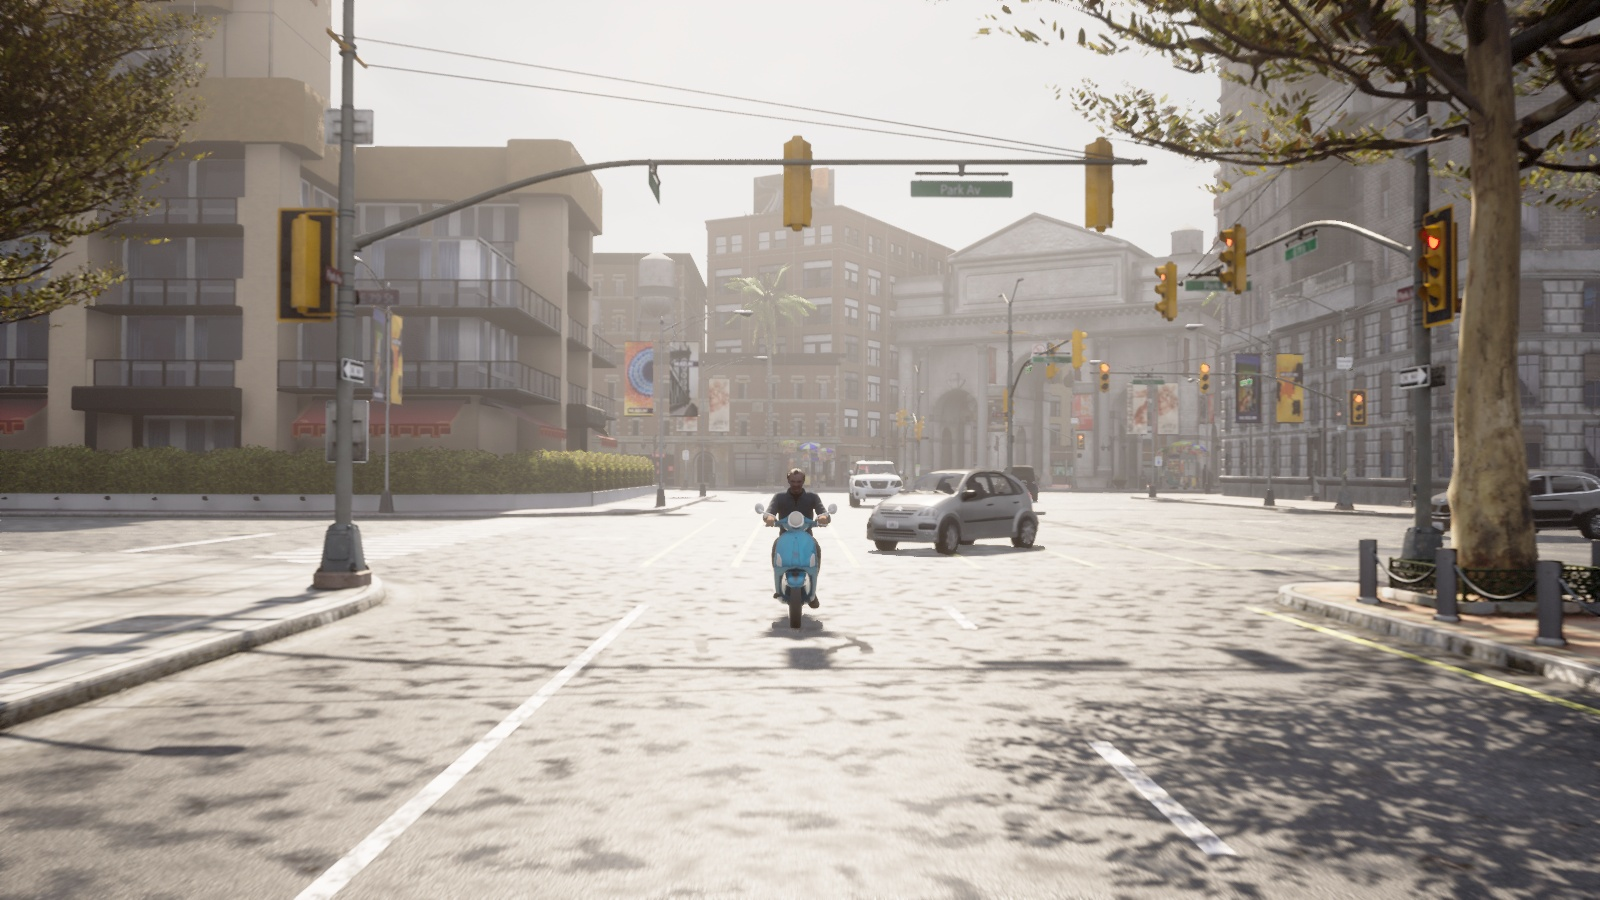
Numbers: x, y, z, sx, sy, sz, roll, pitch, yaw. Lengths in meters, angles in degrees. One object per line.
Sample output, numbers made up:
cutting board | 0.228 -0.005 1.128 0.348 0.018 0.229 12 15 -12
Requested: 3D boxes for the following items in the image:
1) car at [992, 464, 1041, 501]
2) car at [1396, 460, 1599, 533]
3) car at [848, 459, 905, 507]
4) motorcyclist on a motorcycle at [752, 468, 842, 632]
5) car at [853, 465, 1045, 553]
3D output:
car | 11.330 1.669 65.926 1.905 1.878 3.866 0 -1 0
car | 17.240 1.101 30.525 4.611 1.667 2.242 0 -1 -16
car | 3.354 1.460 56.122 2.150 2.045 5.566 0 -1 0
motorcyclist on a motorcycle | -0.034 0.988 13.141 0.866 1.590 1.817 0 -1 0
car | 3.058 1.123 25.241 1.851 1.617 3.988 -1 -1 42
